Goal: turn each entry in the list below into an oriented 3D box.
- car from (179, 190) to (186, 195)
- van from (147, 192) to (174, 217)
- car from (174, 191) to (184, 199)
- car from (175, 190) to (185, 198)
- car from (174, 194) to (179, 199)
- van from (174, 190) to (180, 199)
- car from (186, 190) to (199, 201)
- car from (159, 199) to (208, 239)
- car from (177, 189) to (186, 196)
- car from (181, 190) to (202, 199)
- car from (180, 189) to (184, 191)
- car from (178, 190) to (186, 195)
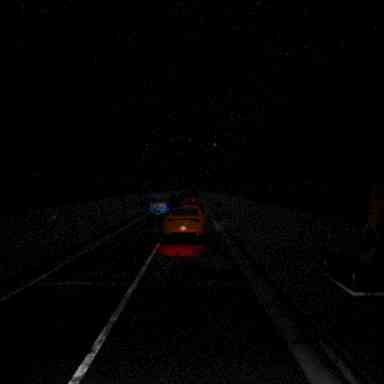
[{"bbox_3d":[-2.638,0.083,93.928,1.947,1.339,4.313,1,1,0],"label":"car"},{"bbox_3d":[-2.632,1.099,27.444,1.690,1.788,3.998,0,1,0],"label":"van"},{"bbox_3d":[-2.632,0.572,66.235,1.802,1.307,4.206,1,1,0],"label":"car"},{"bbox_3d":[-2.632,0.325,71.770,1.967,1.590,4.097,1,1,0],"label":"car"},{"bbox_3d":[-2.632,1.222,32.993,2.008,1.369,4.403,1,1,0],"label":"car"},{"bbox_3d":[-2.629,0.914,38.533,1.690,1.788,3.998,1,1,0],"label":"van"},{"bbox_3d":[0.095,0.530,56.991,2.097,1.767,4.553,0,1,0],"label":"car"},{"bbox_3d":[-0.254,1.365,16.692,1.882,1.535,5.008,0,1,3],"label":"car"},{"bbox_3d":[-2.634,0.131,82.847,1.967,1.590,4.097,1,1,0],"label":"car"},{"bbox_3d":[0.096,0.905,39.554,2.097,1.767,4.553,0,1,0],"label":"car"},{"bbox_3d":[-2.630,0.667,60.695,1.947,1.339,4.313,1,1,0],"label":"car"},{"bbox_3d":[-2.637,0.153,88.388,2.008,1.369,4.403,1,1,0],"label":"car"}]
